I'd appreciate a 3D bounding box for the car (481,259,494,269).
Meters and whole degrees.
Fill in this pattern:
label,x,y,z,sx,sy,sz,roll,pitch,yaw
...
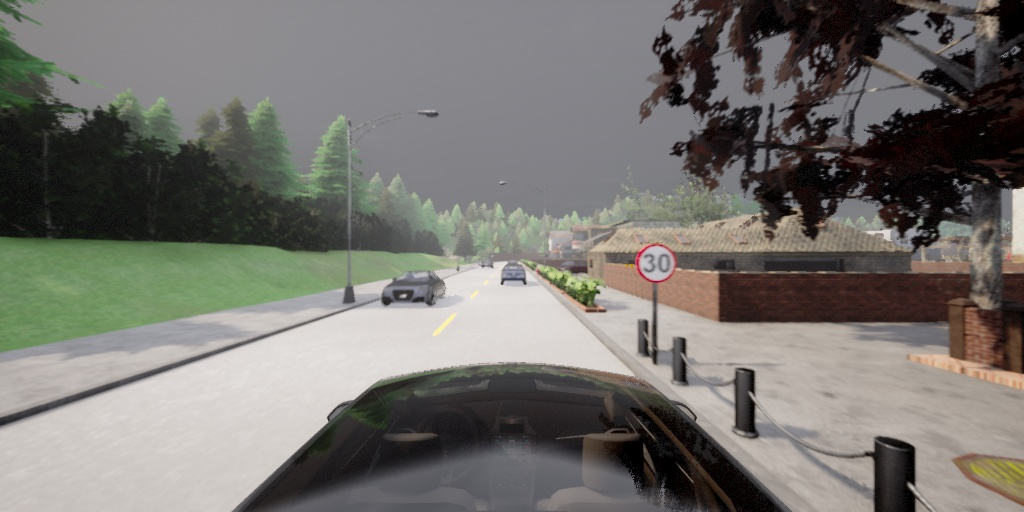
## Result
label,x,y,z,sx,sy,sz,roll,pitch,yaw
car,-4.013,1.254,58.538,2.128,1.511,4.902,0,0,1

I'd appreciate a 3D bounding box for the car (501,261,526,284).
label,x,y,z,sx,sy,sz,roll,pitch,yaw
car,0.109,1.303,27.001,2.033,1.411,5.357,0,0,0

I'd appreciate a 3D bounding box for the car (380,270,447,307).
label,x,y,z,sx,sy,sz,roll,pitch,yaw
car,-4.094,1.317,15.486,1.994,1.385,4.181,0,0,0
